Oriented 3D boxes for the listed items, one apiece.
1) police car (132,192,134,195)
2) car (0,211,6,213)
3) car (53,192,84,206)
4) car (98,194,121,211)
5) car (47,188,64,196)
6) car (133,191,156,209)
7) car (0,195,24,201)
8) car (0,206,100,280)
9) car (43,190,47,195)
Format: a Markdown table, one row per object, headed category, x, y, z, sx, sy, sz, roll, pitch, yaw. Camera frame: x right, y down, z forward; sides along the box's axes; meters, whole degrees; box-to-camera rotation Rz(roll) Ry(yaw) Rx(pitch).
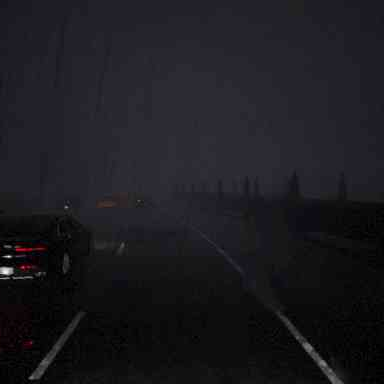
| category | x | y | z | sx | sy | sz | roll | pitch | yaw |
| --- | --- | --- | --- | --- | --- | --- | --- | --- | --- |
| police car | -7.710 | 0.646 | 48.824 | 1.930 | 1.638 | 5.238 | 0 | 1 | -11 |
| car | -8.046 | 1.397 | 13.145 | 1.895 | 1.301 | 4.718 | 0 | 1 | -8 |
| car | -11.271 | 1.018 | 30.971 | 1.837 | 1.490 | 4.892 | 0 | 1 | -11 |
| car | -7.941 | 0.967 | 32.184 | 1.882 | 1.535 | 5.008 | 0 | 1 | -11 |
| car | -30.902 | 0.017 | 76.277 | 2.150 | 2.045 | 5.566 | 0 | 1 | -11 |
| car | -4.996 | 0.960 | 35.376 | 1.812 | 1.442 | 4.674 | 0 | 0 | -11 |
| car | -19.633 | 1.038 | 36.316 | 1.895 | 1.301 | 4.718 | 0 | 1 | -11 |
| car | -4.082 | 1.357 | 9.341 | 1.837 | 1.490 | 4.892 | 0 | 1 | -5 |
| car | -35.779 | 0.083 | 83.003 | 2.033 | 1.411 | 5.357 | 0 | 1 | -11 |
